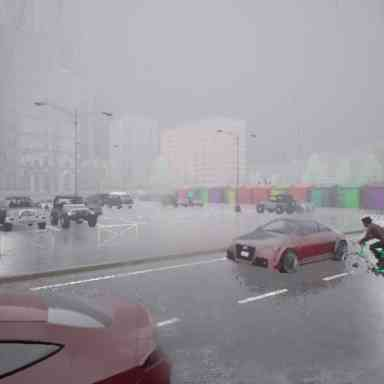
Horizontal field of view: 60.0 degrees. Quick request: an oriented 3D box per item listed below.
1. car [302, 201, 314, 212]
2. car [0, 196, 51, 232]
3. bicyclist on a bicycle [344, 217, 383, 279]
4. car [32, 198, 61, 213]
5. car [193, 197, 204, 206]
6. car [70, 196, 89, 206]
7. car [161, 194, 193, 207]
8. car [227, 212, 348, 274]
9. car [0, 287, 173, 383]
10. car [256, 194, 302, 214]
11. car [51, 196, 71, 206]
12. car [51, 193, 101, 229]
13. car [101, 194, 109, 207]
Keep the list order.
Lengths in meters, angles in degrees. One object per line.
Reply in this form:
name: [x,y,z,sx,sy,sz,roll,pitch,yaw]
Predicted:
car: [10.519,1.395,34.157,1.970,1.475,3.806,0,0,-37]
car: [-9.740,1.153,18.814,1.932,1.855,4.605,0,0,-37]
bicyclist on a bicycle: [4.575,1.455,8.348,0.582,1.620,1.656,0,-2,-36]
car: [-15.808,1.395,36.069,1.970,1.475,3.806,0,0,-37]
car: [-0.058,1.364,48.058,1.784,1.438,3.905,0,0,-37]
car: [-18.038,1.364,53.335,1.784,1.438,3.905,0,0,-37]
car: [-2.404,1.153,46.358,1.932,1.855,4.605,0,0,-37]
car: [3.111,1.563,10.589,4.181,1.385,1.994,0,0,-36]
car: [-2.319,1.526,2.215,4.674,1.442,1.812,0,0,-37]
car: [8.206,1.156,32.415,1.905,1.878,3.866,0,0,-37]
car: [-20.345,1.395,51.585,1.970,1.475,3.806,0,0,-37]
car: [-7.401,1.156,20.521,1.905,1.878,3.866,0,0,-37]
car: [-15.932,1.153,54.998,1.932,1.855,4.605,0,0,-37]
